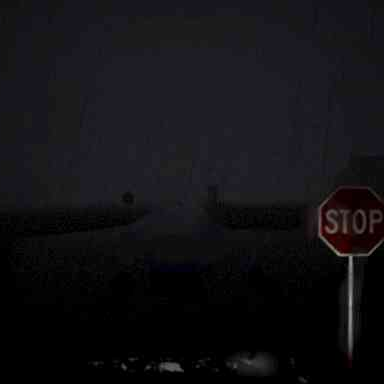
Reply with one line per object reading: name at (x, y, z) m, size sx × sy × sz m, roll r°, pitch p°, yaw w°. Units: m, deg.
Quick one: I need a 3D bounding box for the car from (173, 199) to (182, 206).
car at (-2.802, 1.996, 65.274) m, size 2.033 × 1.411 × 5.357 m, roll 0°, pitch 0°, yaw 0°
